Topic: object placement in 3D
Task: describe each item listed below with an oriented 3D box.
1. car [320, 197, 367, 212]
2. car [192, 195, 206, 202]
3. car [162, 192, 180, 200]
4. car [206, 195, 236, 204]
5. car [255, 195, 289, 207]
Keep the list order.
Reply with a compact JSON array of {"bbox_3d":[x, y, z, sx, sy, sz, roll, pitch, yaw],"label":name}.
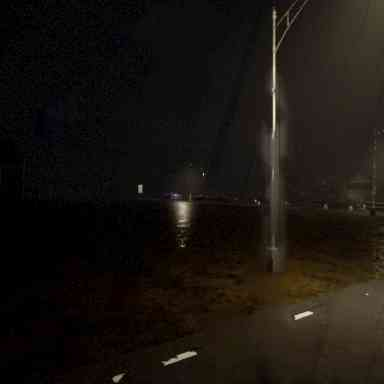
[{"bbox_3d":[16.344,1.291,36.140,1.837,1.490,4.892,2,0,-35],"label":"car"},{"bbox_3d":[1.911,1.195,62.879,1.895,1.301,4.718,2,-1,-35],"label":"car"},{"bbox_3d":[-4.619,0.876,71.927,2.097,1.767,4.553,2,-1,-35],"label":"car"},{"bbox_3d":[4.822,1.172,52.400,1.895,1.301,4.718,2,-1,-35],"label":"car"},{"bbox_3d":[10.590,1.176,44.255,1.837,1.490,4.892,2,0,-35],"label":"car"}]
